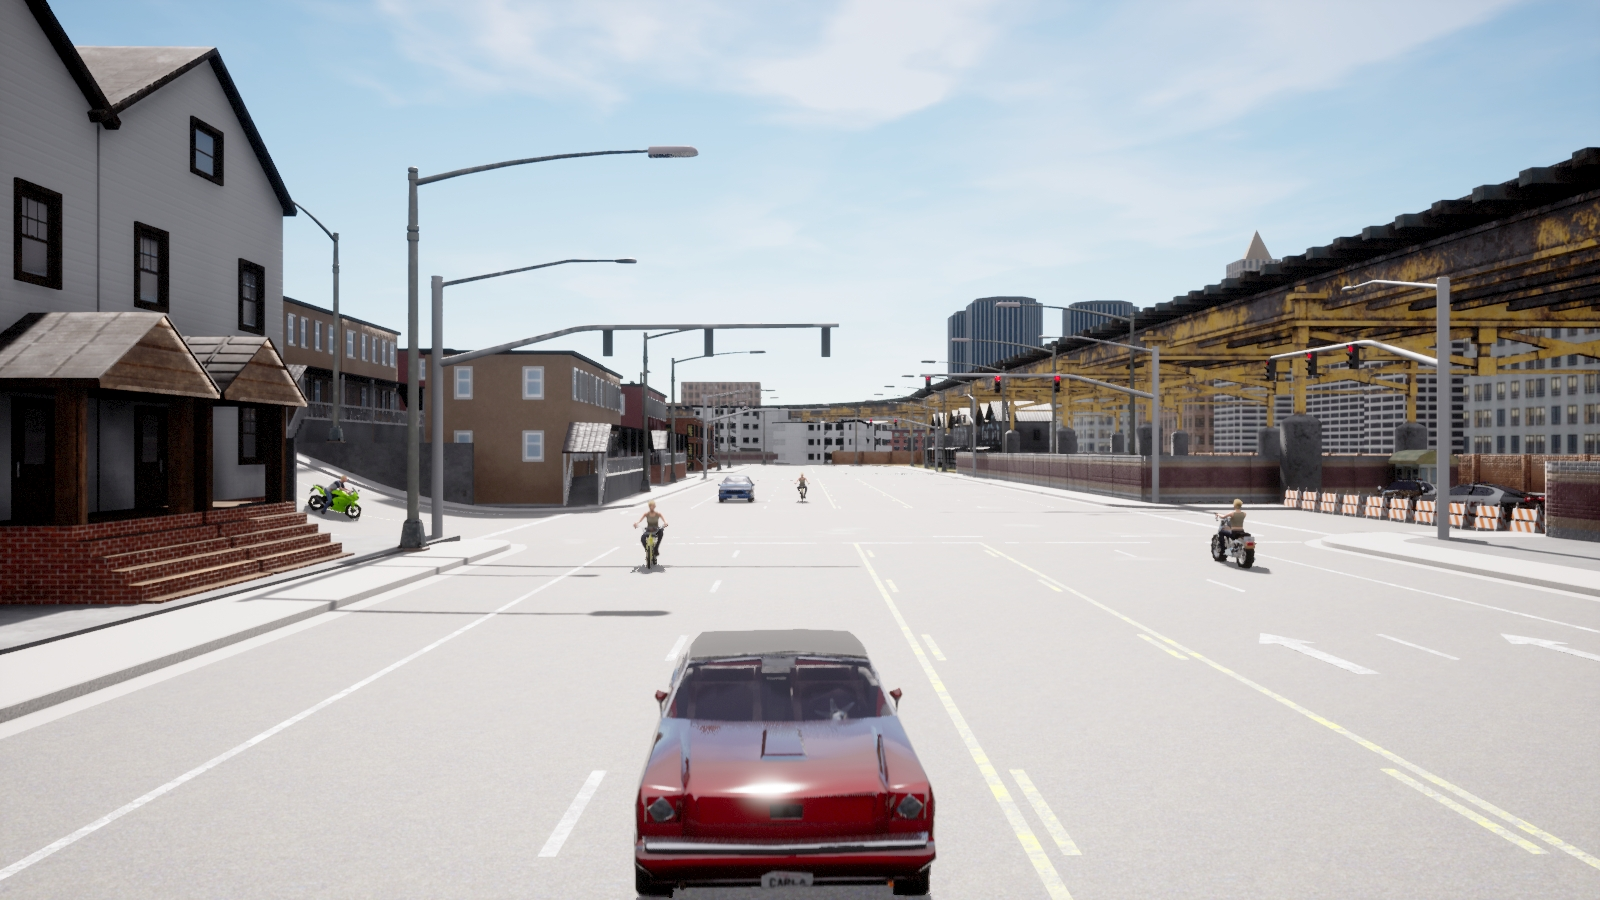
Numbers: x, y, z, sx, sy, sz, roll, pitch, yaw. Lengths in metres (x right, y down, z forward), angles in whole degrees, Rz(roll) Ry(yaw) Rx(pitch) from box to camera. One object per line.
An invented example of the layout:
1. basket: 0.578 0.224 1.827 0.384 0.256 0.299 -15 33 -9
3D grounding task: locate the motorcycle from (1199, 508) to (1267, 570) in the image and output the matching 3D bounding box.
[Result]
1. motorcycle: 10.523 2.142 27.849 0.764 1.332 2.356 0 0 0

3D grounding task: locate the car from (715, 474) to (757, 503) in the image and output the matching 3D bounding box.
1. car: -3.448 2.106 62.771 2.033 1.411 5.357 0 0 0

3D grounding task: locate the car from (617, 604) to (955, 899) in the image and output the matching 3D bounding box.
1. car: -0.165 2.155 8.762 1.895 1.301 4.718 0 0 -2
